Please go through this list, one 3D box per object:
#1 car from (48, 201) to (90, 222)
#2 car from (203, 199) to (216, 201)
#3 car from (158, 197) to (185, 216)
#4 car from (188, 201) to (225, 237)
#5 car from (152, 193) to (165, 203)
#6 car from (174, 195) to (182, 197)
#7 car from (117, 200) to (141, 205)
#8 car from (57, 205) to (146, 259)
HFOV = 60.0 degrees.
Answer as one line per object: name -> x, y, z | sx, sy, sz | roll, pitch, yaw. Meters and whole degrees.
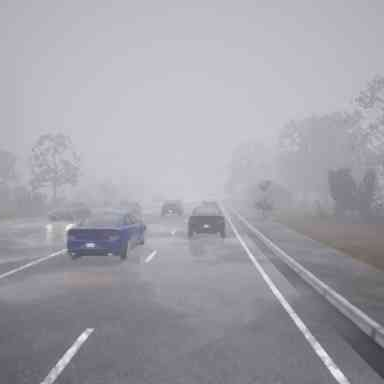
car -> -9.436, 1.483, 26.097 | 1.837, 1.490, 4.892 | 0, 0, 4
car -> 1.946, 1.499, 36.441 | 2.128, 1.511, 4.902 | 0, 0, 4
car -> -1.814, 1.503, 32.478 | 1.837, 1.490, 4.892 | 0, 0, 4
car -> 0.820, 1.482, 18.353 | 1.882, 1.535, 5.008 | 0, 0, 3
car -> -6.703, 1.237, 67.241 | 2.150, 2.045, 5.566 | 0, 0, 4
car -> -2.991, 1.345, 70.413 | 2.097, 1.767, 4.553 | 0, 0, 4
car -> -5.702, 1.479, 29.625 | 2.128, 1.511, 4.902 | 0, 0, 4
car -> -2.997, 1.472, 12.615 | 1.882, 1.535, 5.008 | 0, 0, 2
